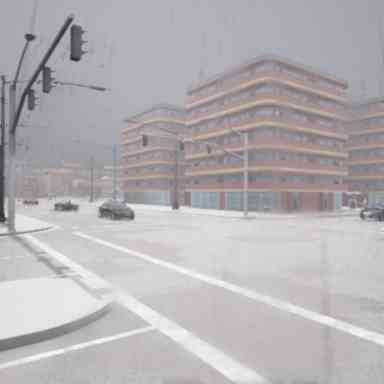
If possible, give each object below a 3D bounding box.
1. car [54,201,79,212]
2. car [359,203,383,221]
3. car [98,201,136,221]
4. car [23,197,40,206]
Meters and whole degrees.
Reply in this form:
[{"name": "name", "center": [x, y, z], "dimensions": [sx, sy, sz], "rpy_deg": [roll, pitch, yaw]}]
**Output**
[{"name": "car", "center": [-15.450, 1.710, 40.952], "dimensions": [1.895, 1.301, 4.718], "rpy_deg": [1, 0, -36]}, {"name": "car", "center": [17.230, 1.798, 30.407], "dimensions": [4.902, 1.511, 2.128], "rpy_deg": [0, 0, -35]}, {"name": "car", "center": [-6.635, 1.611, 29.011], "dimensions": [1.837, 1.490, 4.892], "rpy_deg": [1, 1, -36]}, {"name": "car", "center": [-28.347, 1.654, 58.578], "dimensions": [2.033, 1.411, 5.357], "rpy_deg": [1, 0, -36]}]
